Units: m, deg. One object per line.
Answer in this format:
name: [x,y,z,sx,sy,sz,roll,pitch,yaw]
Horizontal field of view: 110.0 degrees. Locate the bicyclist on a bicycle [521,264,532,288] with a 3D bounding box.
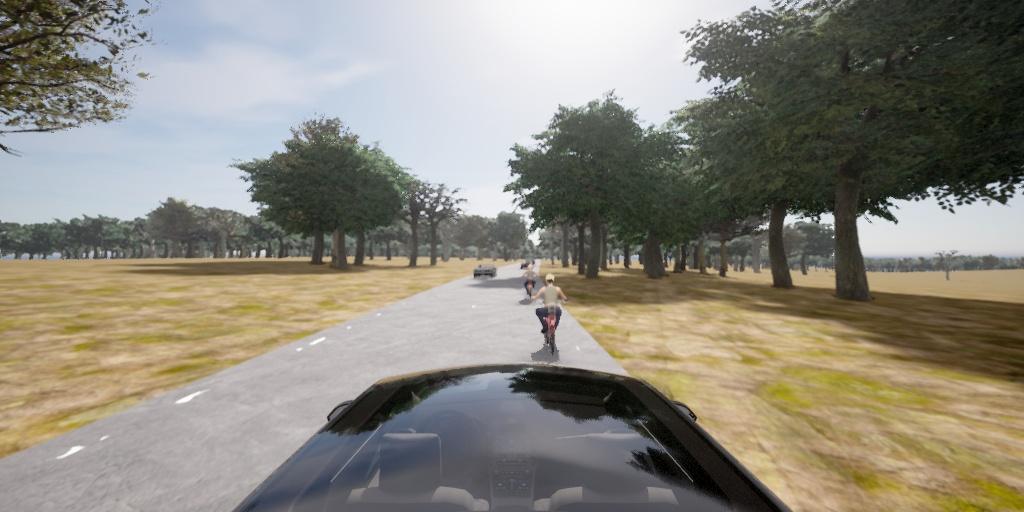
bicyclist on a bicycle: [0.829,1.182,16.423,0.866,1.612,1.509,0,0,1]

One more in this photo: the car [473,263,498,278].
car: [-2.488,1.369,33.792,1.895,1.301,4.718,0,0,3]

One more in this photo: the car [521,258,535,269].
car: [2.431,1.423,57.927,1.895,1.301,4.718,0,0,5]

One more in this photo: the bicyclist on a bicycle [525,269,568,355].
bicyclist on a bicycle: [0.805,1.183,7.706,0.866,1.612,1.509,0,0,0]
